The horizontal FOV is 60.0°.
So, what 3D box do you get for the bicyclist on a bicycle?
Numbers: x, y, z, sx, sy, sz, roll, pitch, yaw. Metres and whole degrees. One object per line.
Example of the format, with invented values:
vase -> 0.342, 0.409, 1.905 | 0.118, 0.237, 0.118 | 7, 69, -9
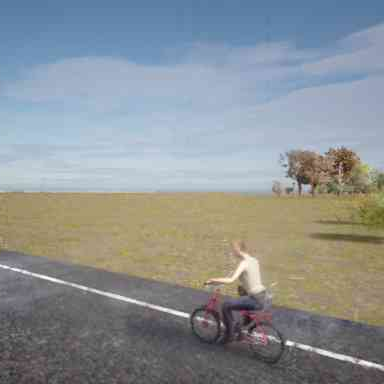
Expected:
bicyclist on a bicycle -> 0.588, 1.449, 4.669 | 1.509, 1.612, 0.866 | 0, 0, 35
